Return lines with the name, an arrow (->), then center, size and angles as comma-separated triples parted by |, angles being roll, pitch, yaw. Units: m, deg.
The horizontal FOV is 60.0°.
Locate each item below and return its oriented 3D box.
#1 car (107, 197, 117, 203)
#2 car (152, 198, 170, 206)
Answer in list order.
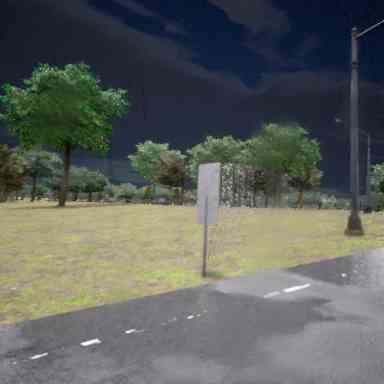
car -> -21.157, 2.225, 87.860 | 1.837, 1.490, 4.892 | 3, -3, -28
car -> -5.646, 1.745, 60.501 | 1.994, 1.385, 4.181 | 4, -3, -34
